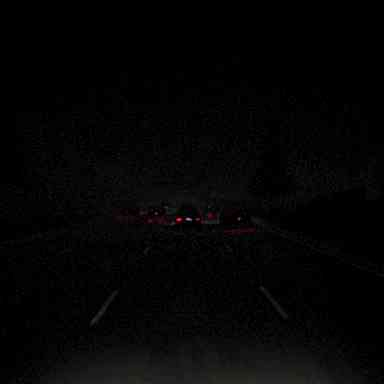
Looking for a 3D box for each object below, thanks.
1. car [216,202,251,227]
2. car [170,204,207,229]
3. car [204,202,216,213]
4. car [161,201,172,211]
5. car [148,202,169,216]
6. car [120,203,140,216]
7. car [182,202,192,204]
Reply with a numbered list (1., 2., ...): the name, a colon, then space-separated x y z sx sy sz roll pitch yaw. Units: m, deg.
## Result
1. car: 3.175 1.730 25.197 1.882 1.535 5.008 -1 -1 -1
2. car: -0.299 1.849 24.019 2.033 1.411 5.357 -1 -1 -1
3. car: 2.755 2.039 45.837 1.812 1.442 4.674 -1 -1 -3
4. car: -4.407 2.254 54.132 1.837 1.490 4.892 -1 -1 -1
5. car: -4.122 2.171 40.020 1.895 1.301 4.718 -1 -1 -1
6. car: -7.652 2.144 41.443 2.128 1.511 4.902 -1 -1 -1
7. car: -0.736 2.104 45.800 1.812 1.442 4.674 -1 -1 0
